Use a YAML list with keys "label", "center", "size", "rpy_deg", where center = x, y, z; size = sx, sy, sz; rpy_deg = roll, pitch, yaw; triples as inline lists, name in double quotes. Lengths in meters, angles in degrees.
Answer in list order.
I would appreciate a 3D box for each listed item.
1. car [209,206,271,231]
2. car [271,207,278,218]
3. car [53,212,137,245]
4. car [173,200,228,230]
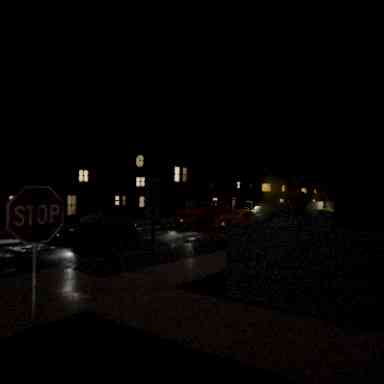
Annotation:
- label: "car"
  center: [3.578, 2.016, 24.056]
  size: [1.882, 1.535, 5.008]
  rpy_deg: [2, 0, 37]
- label: "car"
  center: [7.117, 2.185, 33.759]
  size: [2.128, 1.511, 4.902]
  rpy_deg: [2, 0, 36]
- label: "car"
  center: [-4.909, 1.772, 17.390]
  size: [1.812, 1.442, 4.674]
  rpy_deg: [2, 0, 36]
- label: "car"
  center: [0.915, 1.682, 25.336]
  size: [2.150, 2.045, 5.566]
  rpy_deg: [2, 0, 36]
